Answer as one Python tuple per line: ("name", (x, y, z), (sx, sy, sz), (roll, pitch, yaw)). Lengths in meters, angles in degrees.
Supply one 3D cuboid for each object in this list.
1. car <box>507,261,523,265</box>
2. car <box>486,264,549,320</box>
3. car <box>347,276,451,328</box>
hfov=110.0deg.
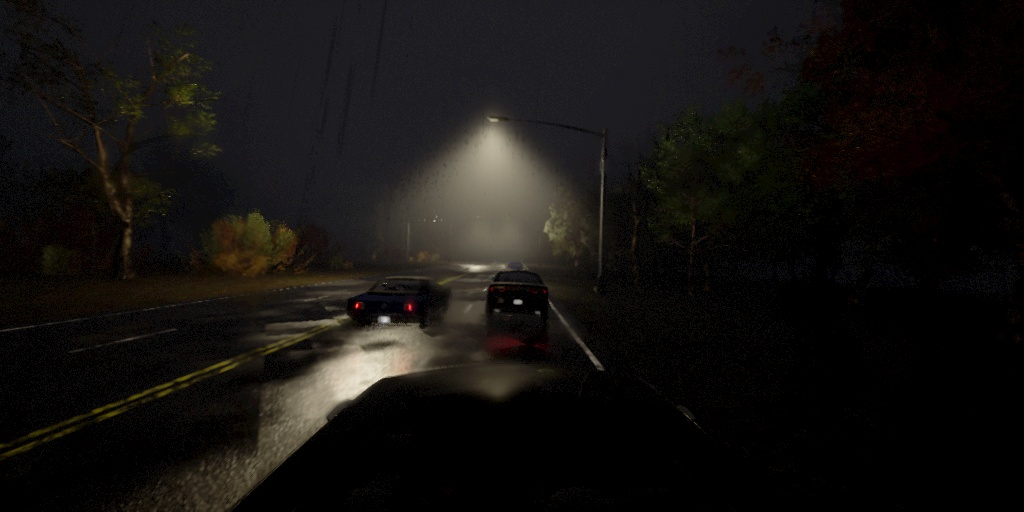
("car", (0.285, 1.224, 32.863), (1.812, 1.442, 4.674), (2, 1, 0))
("car", (0.175, 1.205, 12.623), (1.882, 1.535, 5.008), (3, -1, 0))
("car", (-3.108, 1.267, 11.013), (1.895, 1.301, 4.718), (2, 0, 0))
